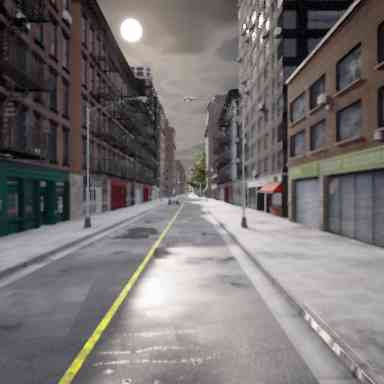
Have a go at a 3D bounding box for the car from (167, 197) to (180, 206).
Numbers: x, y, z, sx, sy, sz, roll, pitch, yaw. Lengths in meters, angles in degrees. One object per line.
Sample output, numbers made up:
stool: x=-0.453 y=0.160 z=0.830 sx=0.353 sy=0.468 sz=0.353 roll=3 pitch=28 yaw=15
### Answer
car: x=-3.085 y=1.549 z=56.918 sx=1.812 sy=1.442 sz=4.674 roll=0 pitch=0 yaw=0
